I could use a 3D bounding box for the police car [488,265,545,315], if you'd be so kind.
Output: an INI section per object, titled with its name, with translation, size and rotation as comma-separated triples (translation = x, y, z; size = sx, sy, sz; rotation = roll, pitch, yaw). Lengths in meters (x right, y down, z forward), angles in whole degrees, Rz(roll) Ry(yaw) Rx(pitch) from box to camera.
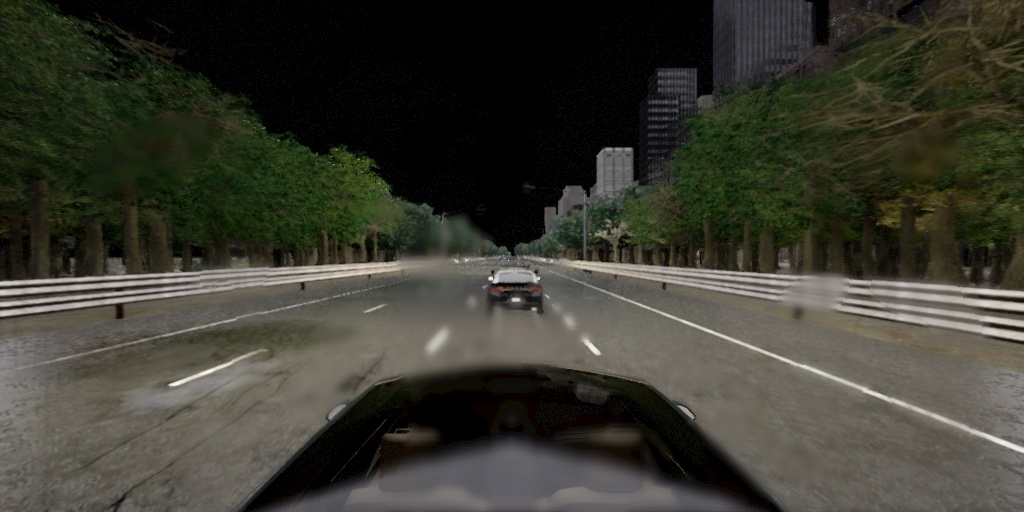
[police car]
translation = 0.119, 1.171, 13.783
size = 1.930, 1.638, 5.238
rotation = 0, 0, -1
